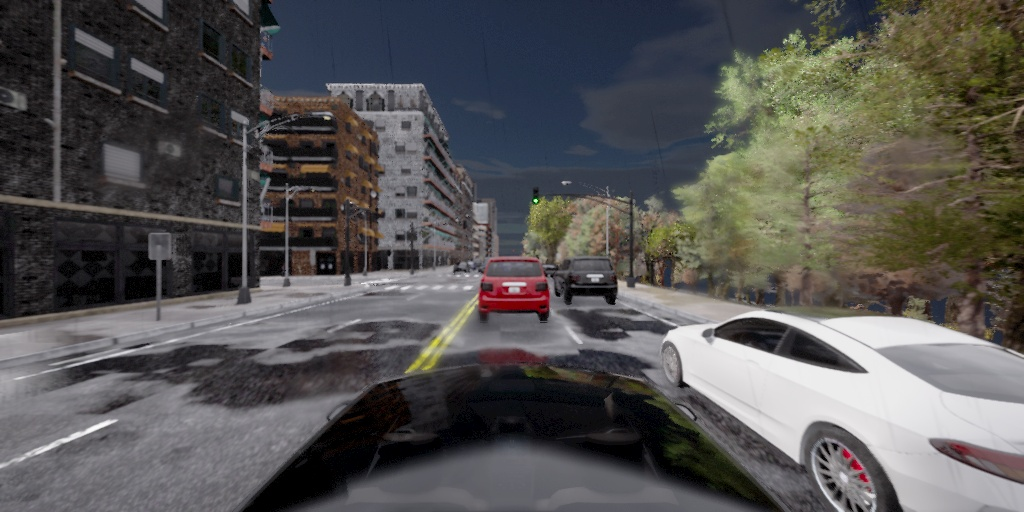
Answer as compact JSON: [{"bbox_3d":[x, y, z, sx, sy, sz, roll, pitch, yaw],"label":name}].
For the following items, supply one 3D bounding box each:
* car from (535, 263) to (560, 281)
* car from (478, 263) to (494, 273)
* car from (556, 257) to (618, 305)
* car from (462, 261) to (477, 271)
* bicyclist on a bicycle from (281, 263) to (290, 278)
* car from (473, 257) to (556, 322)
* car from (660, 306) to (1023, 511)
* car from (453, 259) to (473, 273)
[{"bbox_3d":[3.203,1.453,33.466,1.837,1.490,4.892,0,-1,0],"label":"car"},{"bbox_3d":[-3.557,1.613,49.433,1.994,1.385,4.181,0,0,0],"label":"car"},{"bbox_3d":[3.282,1.061,16.843,2.150,2.045,5.566,0,-1,0],"label":"car"},{"bbox_3d":[-6.816,1.635,58.266,1.812,1.442,4.674,0,0,0],"label":"car"},{"bbox_3d":[-25.049,1.568,39.677,0.582,1.620,1.656,-1,0,-1],"label":"bicyclist on a bicycle"},{"bbox_3d":[0.054,1.039,12.656,2.150,2.045,5.566,0,0,0],"label":"car"},{"bbox_3d":[3.342,1.288,3.967,1.812,1.442,4.674,0,0,0],"label":"car"},{"bbox_3d":[-6.776,1.552,49.020,1.837,1.490,4.892,0,0,2],"label":"car"}]
